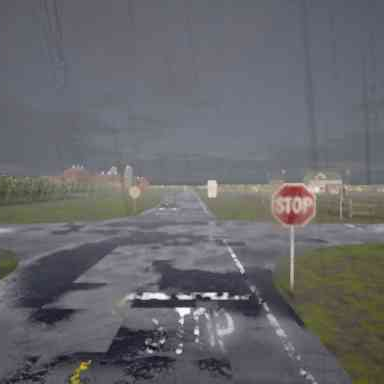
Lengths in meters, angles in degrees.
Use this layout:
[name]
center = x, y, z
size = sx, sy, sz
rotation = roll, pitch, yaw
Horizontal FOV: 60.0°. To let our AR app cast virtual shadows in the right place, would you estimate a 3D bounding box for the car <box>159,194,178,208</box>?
[car]
center = -2.747, 1.087, 39.477
size = 1.837, 1.490, 4.892
rotation = 0, 3, 0
